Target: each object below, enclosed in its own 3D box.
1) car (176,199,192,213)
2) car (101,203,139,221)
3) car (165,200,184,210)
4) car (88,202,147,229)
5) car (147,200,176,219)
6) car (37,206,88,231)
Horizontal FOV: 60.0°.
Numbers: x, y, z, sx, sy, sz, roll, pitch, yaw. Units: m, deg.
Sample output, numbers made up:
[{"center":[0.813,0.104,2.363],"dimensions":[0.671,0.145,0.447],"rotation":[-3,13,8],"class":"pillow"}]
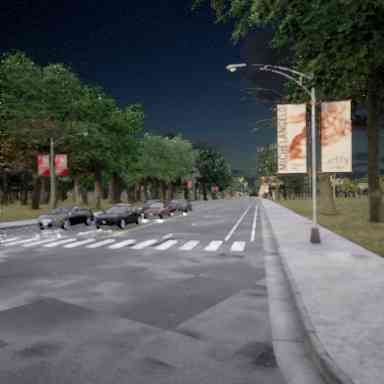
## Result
[{"center":[-1.355,1.721,43.183],"dimensions":[2.097,1.767,4.553],"rotation":[-1,-1,12],"class":"car"},{"center":[-6.856,1.858,32.208],"dimensions":[1.812,1.442,4.674],"rotation":[-1,-1,11],"class":"car"},{"center":[-2.712,2.002,52.768],"dimensions":[1.812,1.442,4.674],"rotation":[-1,-1,13],"class":"car"},{"center":[-5.191,1.718,23.973],"dimensions":[1.882,1.535,5.008],"rotation":[-1,-1,11],"class":"car"},{"center":[-3.350,1.828,33.193],"dimensions":[1.812,1.442,4.674],"rotation":[-1,-1,11],"class":"car"},{"center":[-8.669,1.764,23.185],"dimensions":[2.128,1.511,4.902],"rotation":[-1,-1,12],"class":"car"}]
